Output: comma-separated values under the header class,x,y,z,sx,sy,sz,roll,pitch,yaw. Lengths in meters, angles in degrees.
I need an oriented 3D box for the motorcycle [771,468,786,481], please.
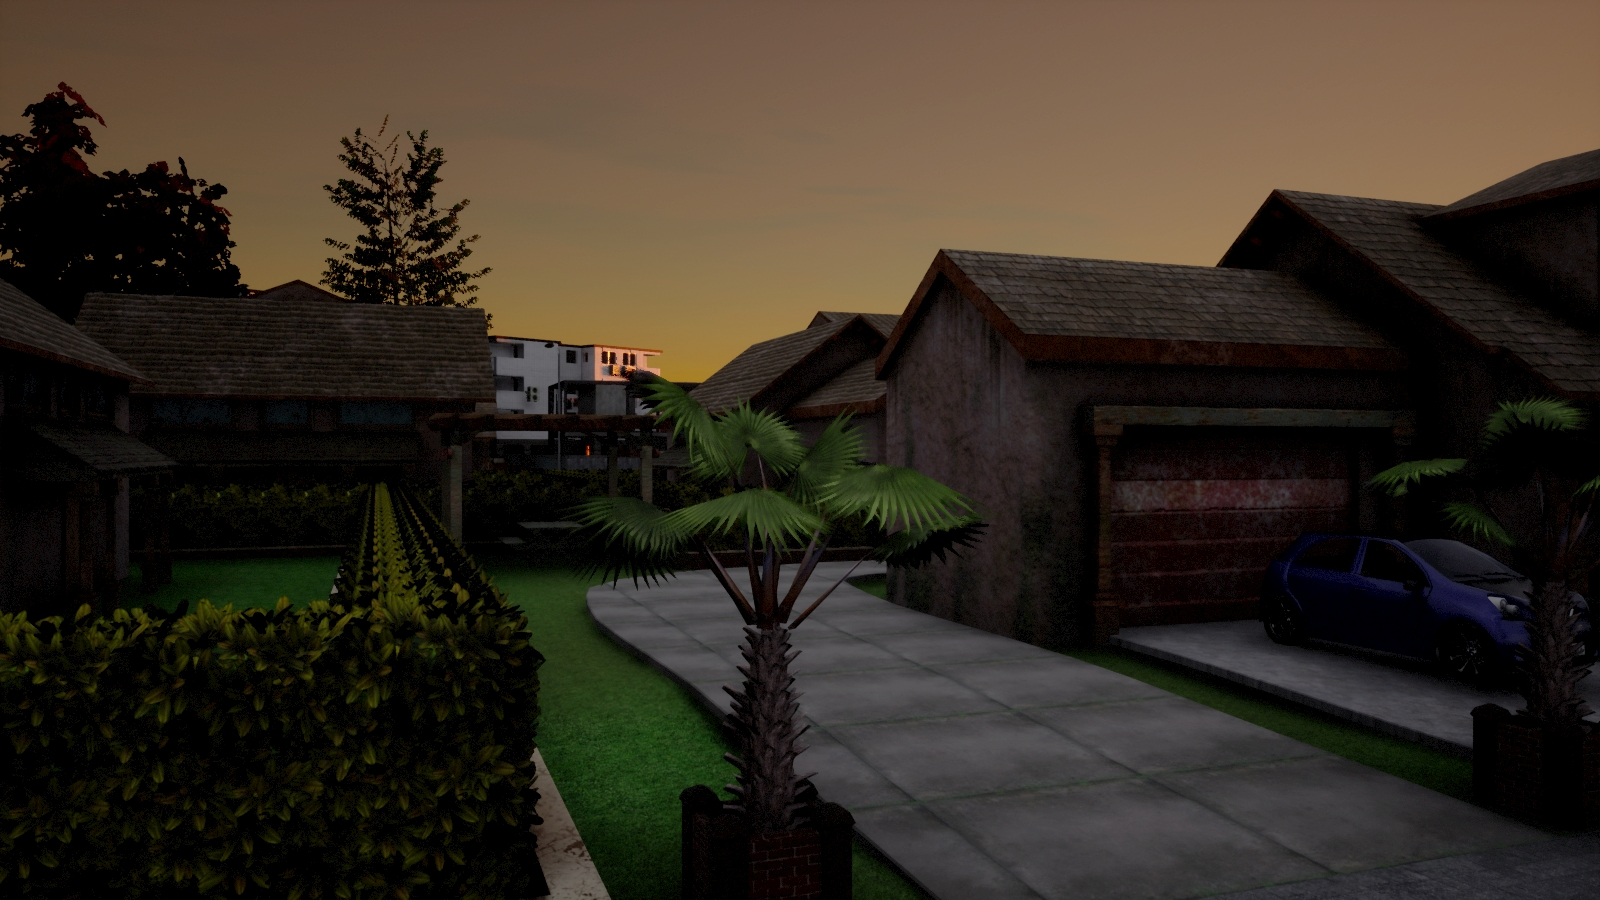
class,x,y,z,sx,sy,sz,roll,pitch,yaw
motorcycle,-1.939,2.199,102.837,0.803,1.199,2.033,0,0,-20
